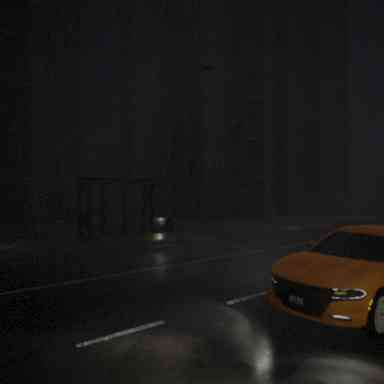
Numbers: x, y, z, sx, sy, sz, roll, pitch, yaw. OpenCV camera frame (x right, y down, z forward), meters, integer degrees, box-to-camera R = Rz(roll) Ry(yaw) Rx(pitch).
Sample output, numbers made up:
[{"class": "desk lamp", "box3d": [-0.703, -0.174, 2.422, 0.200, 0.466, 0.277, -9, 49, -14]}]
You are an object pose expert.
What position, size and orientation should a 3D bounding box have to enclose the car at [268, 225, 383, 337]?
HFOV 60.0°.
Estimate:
[{"class": "car", "box3d": [3.645, 1.445, 6.798, 5.008, 1.535, 1.882, 0, 0, -37]}]
